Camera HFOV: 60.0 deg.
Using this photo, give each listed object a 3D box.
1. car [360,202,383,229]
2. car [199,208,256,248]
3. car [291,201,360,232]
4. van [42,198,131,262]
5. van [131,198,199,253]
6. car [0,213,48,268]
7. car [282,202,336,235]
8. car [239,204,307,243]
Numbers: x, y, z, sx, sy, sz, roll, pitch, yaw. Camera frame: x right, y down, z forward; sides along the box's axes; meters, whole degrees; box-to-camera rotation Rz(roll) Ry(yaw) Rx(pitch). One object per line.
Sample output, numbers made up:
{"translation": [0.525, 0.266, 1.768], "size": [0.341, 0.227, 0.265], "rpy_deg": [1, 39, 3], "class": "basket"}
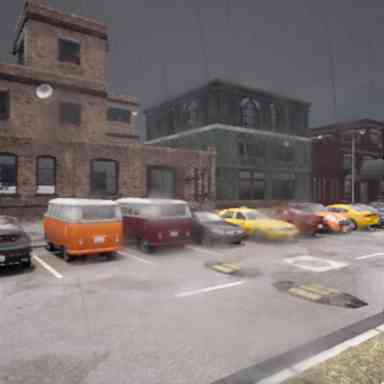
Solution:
{"translation": [9.492, 1.595, 21.782], "size": [2.097, 1.535, 5.008], "rpy_deg": [1, 0, -35], "class": "car"}
{"translation": [0.430, 1.553, 15.337], "size": [2.002, 1.452, 4.674], "rpy_deg": [1, 0, -35], "class": "car"}
{"translation": [7.206, 1.448, 20.198], "size": [2.185, 1.767, 4.553], "rpy_deg": [1, 0, -35], "class": "car"}
{"translation": [-4.162, 1.245, 12.207], "size": [1.878, 1.987, 4.442], "rpy_deg": [1, 0, -35], "class": "van"}
{"translation": [-1.898, 1.267, 13.819], "size": [1.878, 1.987, 4.442], "rpy_deg": [1, 0, -35], "class": "van"}
{"translation": [-6.356, 1.451, 10.494], "size": [2.231, 1.521, 4.892], "rpy_deg": [1, 0, -35], "class": "car"}
{"translation": [4.963, 1.553, 18.555], "size": [2.097, 1.535, 5.008], "rpy_deg": [1, 0, -35], "class": "car"}
{"translation": [2.804, 1.530, 16.797], "size": [1.946, 1.575, 5.366], "rpy_deg": [1, 0, -35], "class": "car"}
